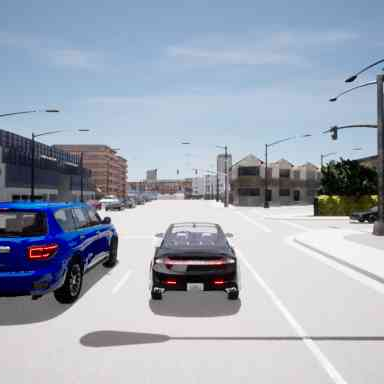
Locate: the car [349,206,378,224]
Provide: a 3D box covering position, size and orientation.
[{"bbox_3d":[15.081,1.686,25.544,5.357,1.411,2.033,0,-1,0],"label":"car"}]

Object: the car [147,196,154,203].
[{"bbox_3d":[-10.558,1.729,76.296,1.837,1.490,4.892,0,1,0],"label":"car"}]

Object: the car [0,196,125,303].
[{"bbox_3d":[-3.439,1.240,8.379,2.150,2.045,5.566,0,0,0],"label":"car"}]

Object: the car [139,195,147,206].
[{"bbox_3d":[-10.582,1.885,65.131,1.837,1.490,4.892,0,1,0],"label":"car"}]

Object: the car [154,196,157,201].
[{"bbox_3d":[-10.570,1.753,91.609,2.033,1.411,5.357,0,0,0],"label":"car"}]

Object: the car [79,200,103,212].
[{"bbox_3d":[-14.136,1.862,46.910,1.882,1.535,5.008,0,-1,0],"label":"car"}]

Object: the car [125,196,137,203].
[{"bbox_3d":[-14.058,1.723,76.877,1.837,1.490,4.892,0,1,0],"label":"car"}]

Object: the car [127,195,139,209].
[{"bbox_3d":[-10.625,1.787,54.716,2.097,1.767,4.553,0,0,0],"label":"car"}]

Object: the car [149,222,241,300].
[{"bbox_3d":[0.062,1.507,8.422,2.128,1.511,4.902,0,0,0],"label":"car"}]

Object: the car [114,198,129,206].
[{"bbox_3d":[-14.062,1.967,66.414,1.895,1.301,4.718,0,1,0],"label":"car"}]

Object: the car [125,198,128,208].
[{"bbox_3d":[-10.631,1.939,46.126,1.994,1.385,4.181,0,0,0],"label":"car"}]

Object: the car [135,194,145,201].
[{"bbox_3d":[-14.069,1.563,90.838,2.097,1.767,4.553,0,0,0],"label":"car"}]

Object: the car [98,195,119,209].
[{"bbox_3d":[-14.125,1.652,56.615,2.150,2.045,5.566,0,0,0],"label":"car"}]
